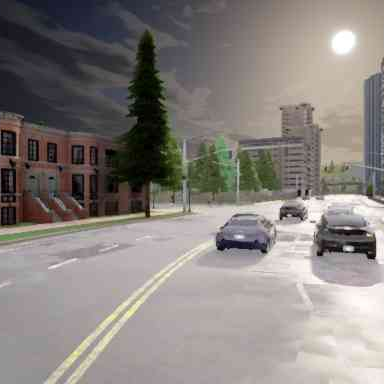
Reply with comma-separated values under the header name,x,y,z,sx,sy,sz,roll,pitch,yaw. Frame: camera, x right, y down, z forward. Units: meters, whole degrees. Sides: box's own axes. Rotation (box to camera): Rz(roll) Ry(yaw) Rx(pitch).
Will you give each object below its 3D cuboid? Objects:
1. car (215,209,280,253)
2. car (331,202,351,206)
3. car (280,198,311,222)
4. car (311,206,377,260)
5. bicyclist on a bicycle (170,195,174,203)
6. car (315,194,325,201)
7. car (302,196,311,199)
name,x,y,z,sx,sy,sz,roll,pitch,yaw
car,2.342,1.571,13.779,1.994,1.385,4.181,0,0,19
car,11.546,1.532,25.815,1.812,1.442,4.674,0,0,25
car,8.375,1.515,27.297,1.837,1.490,4.892,0,0,25
car,5.655,1.515,12.650,1.837,1.490,4.892,0,0,19
bicyclist on a bicycle,-3.626,1.299,60.859,0.582,1.620,1.656,0,0,25
car,33.691,1.348,87.470,2.097,1.767,4.553,0,0,26
car,30.507,1.588,88.924,1.895,1.301,4.718,0,0,26
